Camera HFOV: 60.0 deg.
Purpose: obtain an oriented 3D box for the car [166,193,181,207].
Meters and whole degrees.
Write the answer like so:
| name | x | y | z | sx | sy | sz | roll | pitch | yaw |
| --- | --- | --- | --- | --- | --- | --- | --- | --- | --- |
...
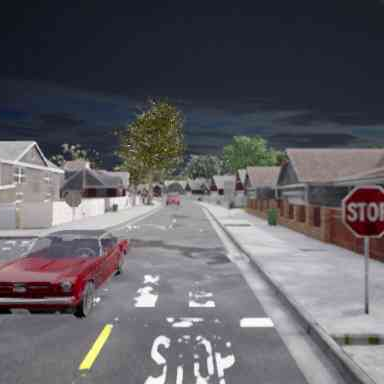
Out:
| name | x | y | z | sx | sy | sz | roll | pitch | yaw |
| --- | --- | --- | --- | --- | --- | --- | --- | --- | --- |
| car | -3.028 | 1.269 | 53.721 | 2.150 | 2.045 | 5.566 | 0 | 0 | -3 |

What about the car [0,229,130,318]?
| name | x | y | z | sx | sy | sz | roll | pitch | yaw |
| --- | --- | --- | --- | --- | --- | --- | --- | --- | --- |
| car | -2.753 | 1.587 | 7.527 | 1.895 | 1.301 | 4.718 | 0 | 1 | 0 |
